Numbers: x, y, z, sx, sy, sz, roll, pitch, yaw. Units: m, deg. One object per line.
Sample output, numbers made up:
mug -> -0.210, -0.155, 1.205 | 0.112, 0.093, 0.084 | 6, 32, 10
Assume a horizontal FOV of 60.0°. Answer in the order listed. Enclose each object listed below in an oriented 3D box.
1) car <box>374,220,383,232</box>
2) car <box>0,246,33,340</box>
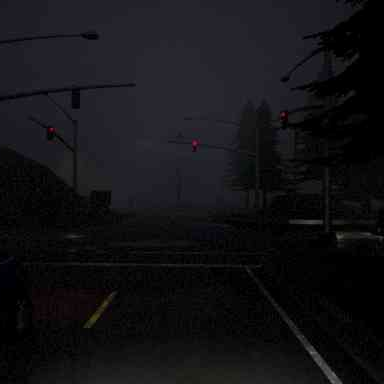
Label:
car -> 14.214, 1.864, 21.230 | 4.553, 1.767, 2.097 | 0, -1, 0
car -> -3.659, 1.382, 3.526 | 2.097, 1.767, 4.553 | -2, 0, 0
